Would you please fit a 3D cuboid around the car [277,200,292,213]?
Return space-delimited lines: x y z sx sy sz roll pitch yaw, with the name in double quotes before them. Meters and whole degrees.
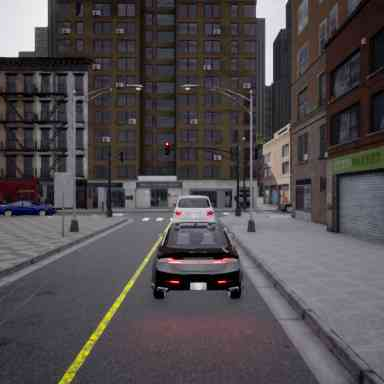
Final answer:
"car" 11.460 1.379 35.216 4.892 1.490 1.837 -1 0 -2

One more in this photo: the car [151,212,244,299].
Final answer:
"car" 0.097 1.490 8.440 2.128 1.511 4.902 0 0 0

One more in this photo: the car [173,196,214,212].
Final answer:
"car" 0.092 1.214 18.894 2.150 2.045 5.566 0 0 0

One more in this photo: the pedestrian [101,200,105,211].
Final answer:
"pedestrian" -10.174 1.496 37.960 0.375 1.300 0.375 0 0 -1

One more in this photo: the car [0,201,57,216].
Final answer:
"car" -15.487 1.576 31.649 5.008 1.535 1.882 0 0 -2
